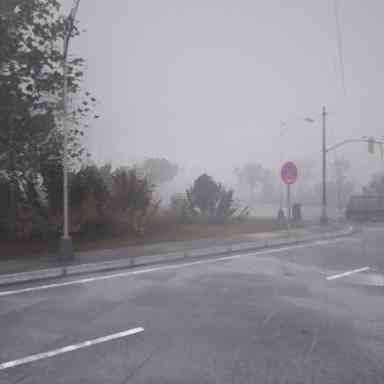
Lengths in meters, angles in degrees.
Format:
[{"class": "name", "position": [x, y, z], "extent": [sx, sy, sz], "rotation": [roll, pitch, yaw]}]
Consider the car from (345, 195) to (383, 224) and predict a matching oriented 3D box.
[{"class": "car", "position": [12.859, 1.231, 21.644], "extent": [2.150, 2.045, 5.566], "rotation": [0, 0, -32]}]

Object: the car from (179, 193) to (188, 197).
[{"class": "car", "position": [-0.668, 1.105, 43.119], "extent": [2.150, 2.045, 5.566], "rotation": [0, 1, -32]}]
